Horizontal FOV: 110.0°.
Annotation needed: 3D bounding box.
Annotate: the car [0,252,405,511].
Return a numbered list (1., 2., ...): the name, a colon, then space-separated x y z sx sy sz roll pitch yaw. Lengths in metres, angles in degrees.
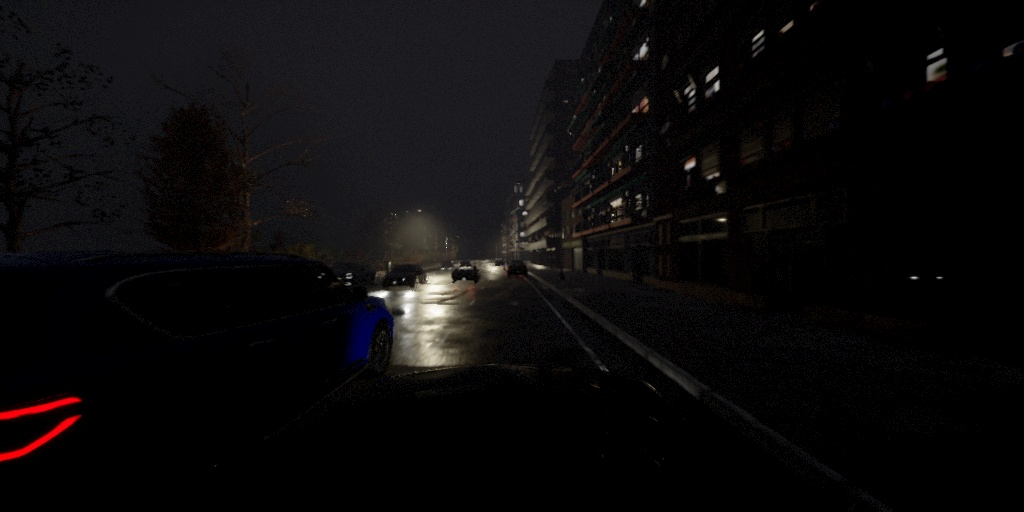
1. car: -3.178 0.979 4.113 2.150 2.045 5.566 0 0 0

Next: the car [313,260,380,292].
1. car: -10.049 1.127 22.200 2.097 1.767 4.553 0 0 -1

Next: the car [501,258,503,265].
1. car: -0.124 1.138 50.760 2.097 1.767 4.553 0 0 -3

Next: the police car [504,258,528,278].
1. police car: 0.474 1.194 34.826 1.930 1.638 5.238 0 0 -2

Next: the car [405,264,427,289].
1. car: -6.814 1.275 23.098 1.837 1.490 4.892 0 0 -1

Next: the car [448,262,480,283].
1. car: -3.475 1.370 27.876 1.895 1.301 4.718 0 0 -1
